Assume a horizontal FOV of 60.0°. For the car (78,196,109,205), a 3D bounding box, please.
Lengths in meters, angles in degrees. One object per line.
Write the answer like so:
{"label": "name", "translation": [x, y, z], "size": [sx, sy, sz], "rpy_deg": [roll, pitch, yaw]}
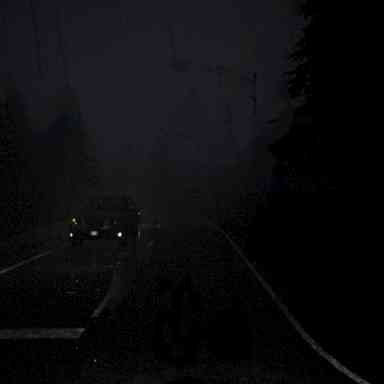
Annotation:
{"label": "car", "translation": [-16.109, 1.341, 54.462], "size": [5.357, 1.411, 2.033], "rpy_deg": [0, 0, 36]}

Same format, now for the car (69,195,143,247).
{"label": "car", "translation": [-3.735, 1.164, 15.118], "size": [2.150, 2.045, 5.566], "rpy_deg": [0, 0, -2]}

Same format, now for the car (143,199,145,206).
{"label": "car", "translation": [-4.728, 1.431, 24.951], "size": [1.812, 1.442, 4.674], "rpy_deg": [0, 0, -11]}

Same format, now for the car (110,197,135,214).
{"label": "car", "translation": [-7.394, 1.372, 35.031], "size": [1.837, 1.490, 4.892], "rpy_deg": [0, 0, -21]}

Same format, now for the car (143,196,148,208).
{"label": "car", "translation": [-7.450, 1.187, 44.056], "size": [2.097, 1.767, 4.553], "rpy_deg": [0, 1, -27]}
